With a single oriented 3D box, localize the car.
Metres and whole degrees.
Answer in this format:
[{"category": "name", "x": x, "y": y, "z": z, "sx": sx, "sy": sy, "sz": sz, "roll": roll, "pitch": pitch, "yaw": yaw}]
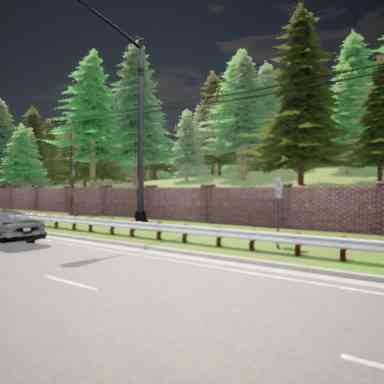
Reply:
[{"category": "car", "x": -8.410, "y": 1.486, "z": 14.293, "sx": 5.357, "sy": 1.411, "sz": 2.033, "roll": 0, "pitch": 0, "yaw": 36}]
